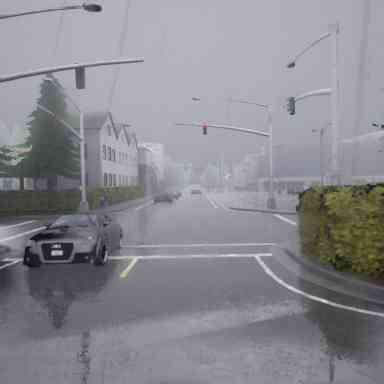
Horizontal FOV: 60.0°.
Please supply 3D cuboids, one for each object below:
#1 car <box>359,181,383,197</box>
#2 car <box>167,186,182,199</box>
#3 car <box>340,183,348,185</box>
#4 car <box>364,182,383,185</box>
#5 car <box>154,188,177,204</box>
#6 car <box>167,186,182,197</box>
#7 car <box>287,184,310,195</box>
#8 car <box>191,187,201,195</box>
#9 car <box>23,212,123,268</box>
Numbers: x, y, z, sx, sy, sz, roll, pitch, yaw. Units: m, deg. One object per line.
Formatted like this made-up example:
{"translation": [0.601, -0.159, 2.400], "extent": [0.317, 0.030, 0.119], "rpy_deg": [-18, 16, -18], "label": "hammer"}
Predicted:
{"translation": [22.914, -0.365, 41.344], "extent": [1.932, 1.855, 4.605], "rpy_deg": [-1, 2, 0], "label": "car"}
{"translation": [-2.964, 0.117, 46.047], "extent": [2.097, 1.767, 4.553], "rpy_deg": [-1, 2, 1], "label": "car"}
{"translation": [26.236, -0.841, 58.687], "extent": [2.152, 1.636, 5.027], "rpy_deg": [-1, 2, 0], "label": "car"}
{"translation": [19.544, -0.105, 33.516], "extent": [1.905, 1.878, 3.866], "rpy_deg": [-1, 2, 0], "label": "car"}
{"translation": [-3.107, 0.609, 37.080], "extent": [1.895, 1.301, 4.718], "rpy_deg": [-1, 2, 1], "label": "car"}
{"translation": [-2.847, -0.145, 55.778], "extent": [2.097, 1.767, 4.553], "rpy_deg": [-1, 2, 1], "label": "car"}
{"translation": [16.084, -0.289, 51.434], "extent": [2.007, 1.523, 4.514], "rpy_deg": [-1, 2, 0], "label": "car"}
{"translation": [0.788, -0.179, 60.713], "extent": [1.812, 1.442, 4.674], "rpy_deg": [-1, 2, 1], "label": "car"}
{"translation": [-3.398, 1.330, 10.226], "extent": [1.994, 1.385, 4.181], "rpy_deg": [-1, 0, -2], "label": "car"}
